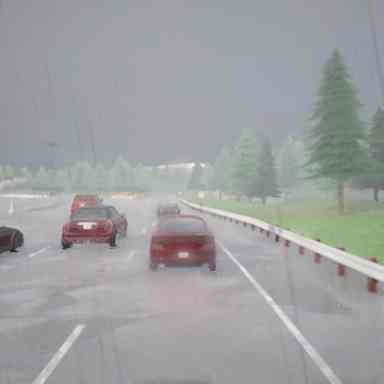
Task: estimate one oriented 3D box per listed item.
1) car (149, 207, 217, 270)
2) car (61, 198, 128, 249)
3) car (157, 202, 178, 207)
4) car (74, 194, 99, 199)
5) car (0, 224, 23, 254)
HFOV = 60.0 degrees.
[{"bbox_3d":[-0.347,1.465,11.013,1.882,1.535,5.008,0,0,-3],"label":"car"},{"bbox_3d":[-4.112,1.338,14.700,2.097,1.767,4.553,0,0,-4],"label":"car"},{"bbox_3d":[-2.155,1.569,29.072,1.895,1.301,4.718,0,0,-8],"label":"car"},{"bbox_3d":[-9.357,1.194,30.028,2.150,2.045,5.566,0,0,-8],"label":"car"},{"bbox_3d":[-7.368,1.557,11.040,1.994,1.385,4.181,0,0,-3],"label":"car"}]
